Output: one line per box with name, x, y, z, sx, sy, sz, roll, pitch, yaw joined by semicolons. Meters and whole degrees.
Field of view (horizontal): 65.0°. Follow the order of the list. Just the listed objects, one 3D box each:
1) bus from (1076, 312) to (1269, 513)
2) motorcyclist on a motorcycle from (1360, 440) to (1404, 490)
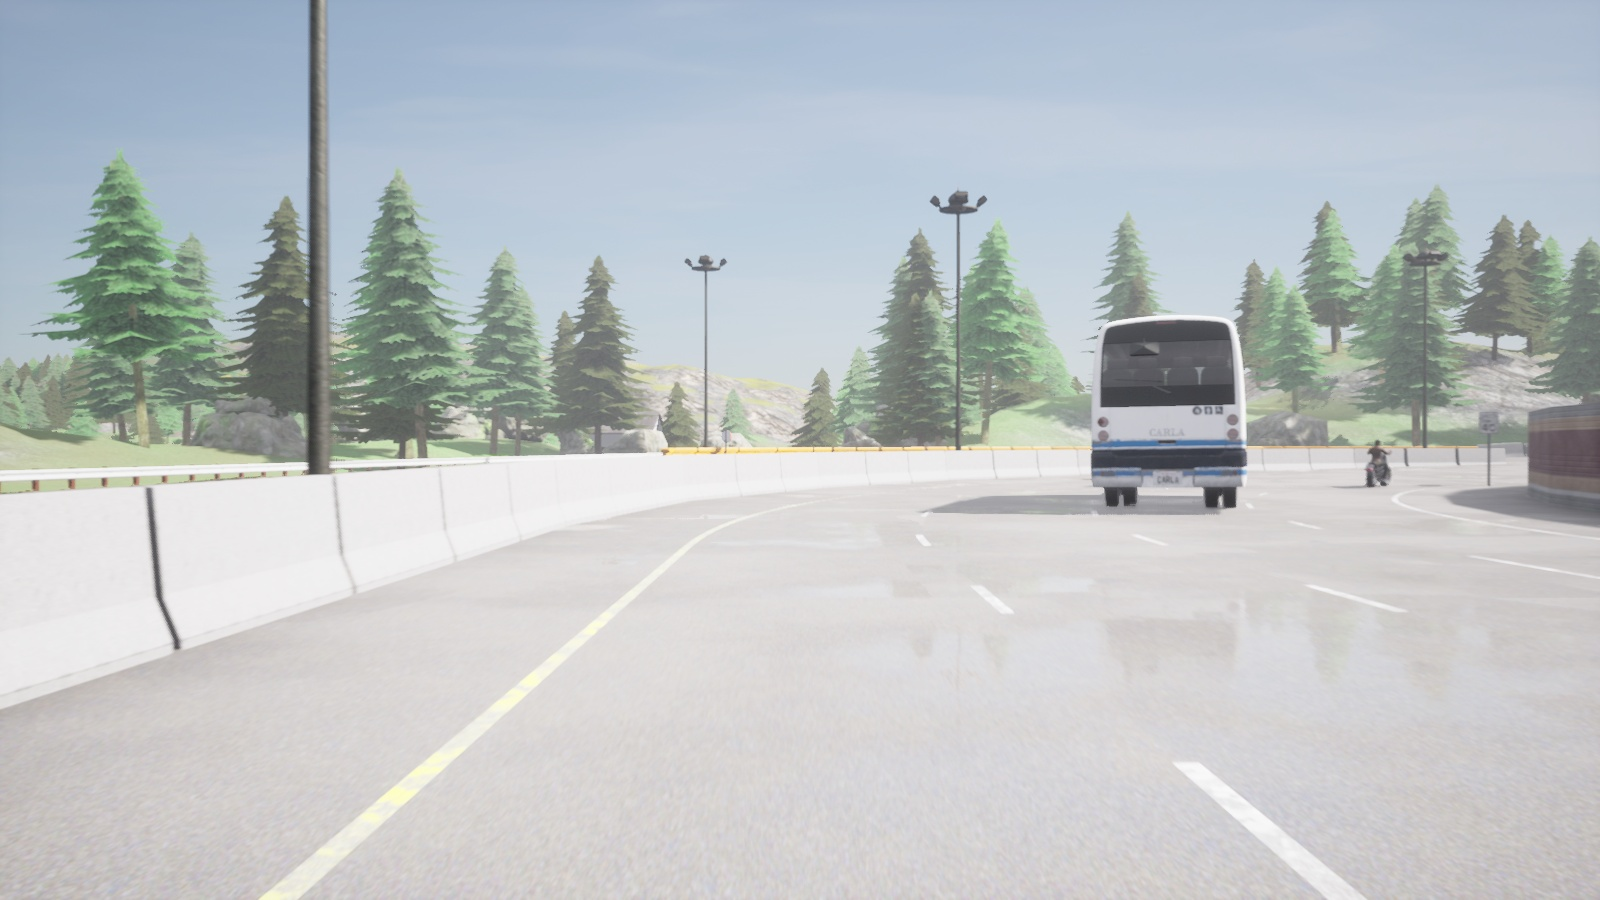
bus;9.540;-0.783;31.964;3.944;4.253;10.273;-1;0;18
motorcyclist on a motorcycle;19.648;0.495;42.399;0.766;1.649;2.350;1;1;39
